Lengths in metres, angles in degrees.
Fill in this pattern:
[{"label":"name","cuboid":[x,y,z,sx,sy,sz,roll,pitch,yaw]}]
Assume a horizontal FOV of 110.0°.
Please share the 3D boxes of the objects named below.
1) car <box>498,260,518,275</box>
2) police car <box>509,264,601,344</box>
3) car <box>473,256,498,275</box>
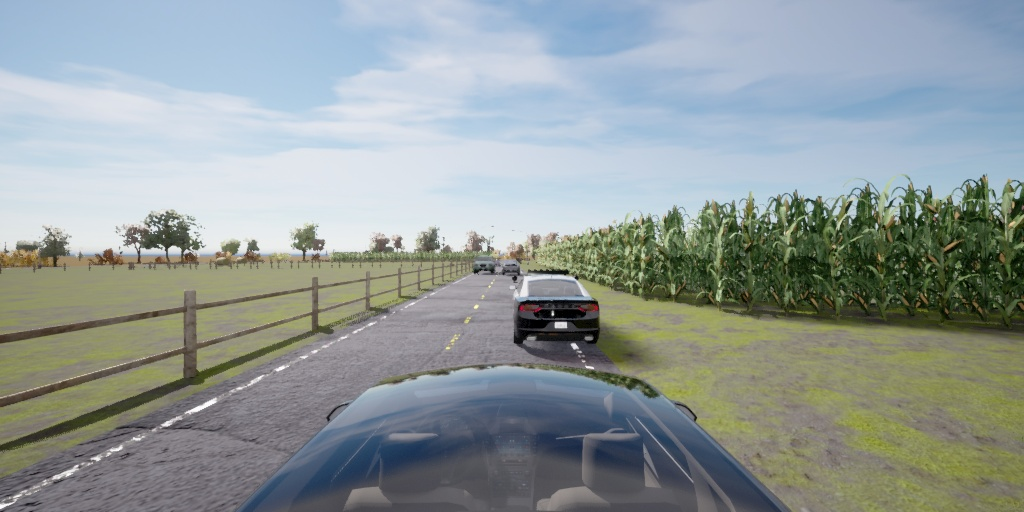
[{"label":"car","cuboid":[-0.090,1.241,38.319,2.128,1.511,4.902,0,0,0]},{"label":"police car","cuboid":[0.959,1.175,9.732,1.930,1.638,5.238,0,0,0]},{"label":"car","cuboid":[-3.028,0.971,40.035,2.150,2.045,5.566,0,0,0]}]
